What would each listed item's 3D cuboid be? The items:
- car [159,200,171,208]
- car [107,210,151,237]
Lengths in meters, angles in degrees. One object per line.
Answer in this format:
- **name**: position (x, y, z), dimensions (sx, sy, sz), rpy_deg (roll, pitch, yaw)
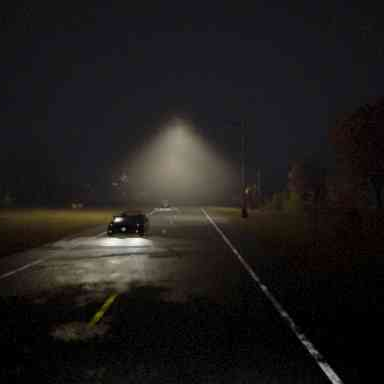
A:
- **car**: position (-4.931, 2.200, 61.179), dimensions (2.128, 1.511, 4.902), rpy_deg (0, -1, -6)
- **car**: position (-3.603, 1.782, 19.532), dimensions (1.994, 1.385, 4.181), rpy_deg (0, -1, 0)
